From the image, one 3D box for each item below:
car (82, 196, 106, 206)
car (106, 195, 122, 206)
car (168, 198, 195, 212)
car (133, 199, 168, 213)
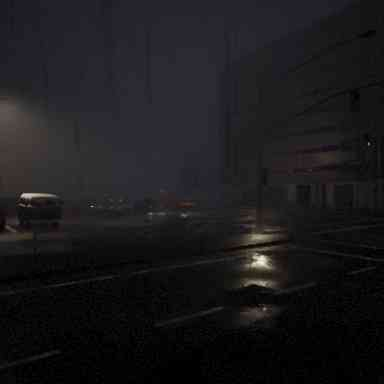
[{"bbox_3d":[-16.617,1.608,55.027,2.033,1.411,5.357,0,0,-35],"label":"car"},{"bbox_3d":[-13.774,1.389,57.068,2.097,1.767,4.553,0,0,-35],"label":"car"},{"bbox_3d":[-1.613,1.513,39.725,1.882,1.535,5.008,0,0,-35],"label":"car"},{"bbox_3d":[-5.149,1.543,38.664,1.837,1.490,4.892,0,0,-35],"label":"car"}]
